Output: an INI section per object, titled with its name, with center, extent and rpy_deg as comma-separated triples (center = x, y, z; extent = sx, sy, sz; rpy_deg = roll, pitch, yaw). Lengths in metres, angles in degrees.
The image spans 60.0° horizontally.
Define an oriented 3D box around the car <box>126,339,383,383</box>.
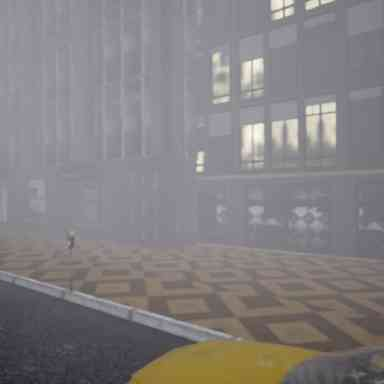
[car]
center = 1.494, 1.524, 1.775
extent = 4.829, 1.417, 1.752
rpy_deg = 0, 0, 35
